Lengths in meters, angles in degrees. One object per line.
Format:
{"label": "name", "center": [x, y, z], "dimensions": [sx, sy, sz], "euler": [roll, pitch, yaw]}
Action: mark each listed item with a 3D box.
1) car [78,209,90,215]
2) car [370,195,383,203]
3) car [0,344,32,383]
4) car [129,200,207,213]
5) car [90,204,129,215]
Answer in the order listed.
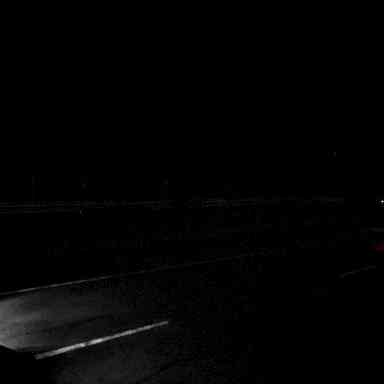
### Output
{"label": "car", "center": [-6.124, 1.574, 25.419], "dimensions": [4.718, 1.301, 1.895], "euler": [0, 0, -35]}
{"label": "car", "center": [28.923, 1.301, 50.353], "dimensions": [4.553, 1.767, 2.097], "euler": [0, 0, -35]}
{"label": "car", "center": [-3.298, 1.512, 1.394], "dimensions": [4.892, 1.490, 1.837], "euler": [0, 0, -35]}
{"label": "car", "center": [-1.135, 1.322, 20.378], "dimensions": [4.553, 1.767, 2.097], "euler": [0, 0, -35]}
{"label": "car", "center": [-4.090, 1.573, 22.571], "dimensions": [4.718, 1.301, 1.895], "euler": [0, 0, -35]}
